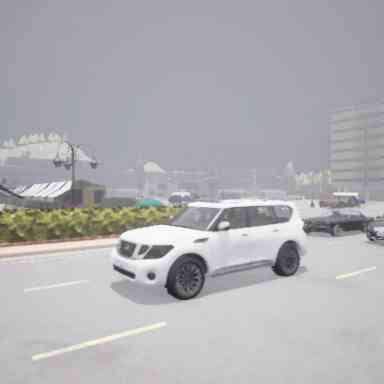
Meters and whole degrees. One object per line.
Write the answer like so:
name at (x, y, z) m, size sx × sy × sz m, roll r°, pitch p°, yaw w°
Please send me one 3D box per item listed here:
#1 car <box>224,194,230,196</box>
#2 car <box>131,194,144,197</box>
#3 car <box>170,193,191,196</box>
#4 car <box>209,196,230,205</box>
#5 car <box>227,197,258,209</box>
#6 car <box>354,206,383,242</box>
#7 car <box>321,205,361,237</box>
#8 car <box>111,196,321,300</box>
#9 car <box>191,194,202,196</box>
car at (4.449, 1.239, 42.382) m, size 1.932 × 1.855 × 4.605 m, roll 0°, pitch 0°, yaw -35°
car at (-8.749, 1.233, 51.519) m, size 1.932 × 1.855 × 4.605 m, roll 0°, pitch 0°, yaw -35°
car at (-2.795, 1.257, 77.153) m, size 1.905 × 1.878 × 3.866 m, roll 0°, pitch 0°, yaw -35°
car at (5.028, 1.493, 61.303) m, size 1.970 × 1.475 × 3.806 m, roll 0°, pitch 0°, yaw -35°
car at (6.616, 1.452, 43.966) m, size 1.784 × 1.438 × 3.905 m, roll 0°, pitch 0°, yaw -35°
car at (9.880, 1.510, 15.218) m, size 4.902 × 1.511 × 2.128 m, roll 0°, pitch 0°, yaw -35°
car at (7.979, 1.619, 18.159) m, size 4.718 × 1.301 × 1.895 m, roll 0°, pitch 0°, yaw -35°
car at (0.738, 1.229, 8.786) m, size 5.566 × 2.045 × 2.150 m, roll 0°, pitch 0°, yaw -36°
car at (-0.395, 1.257, 78.771) m, size 1.932 × 1.855 × 4.605 m, roll 0°, pitch 0°, yaw -35°
